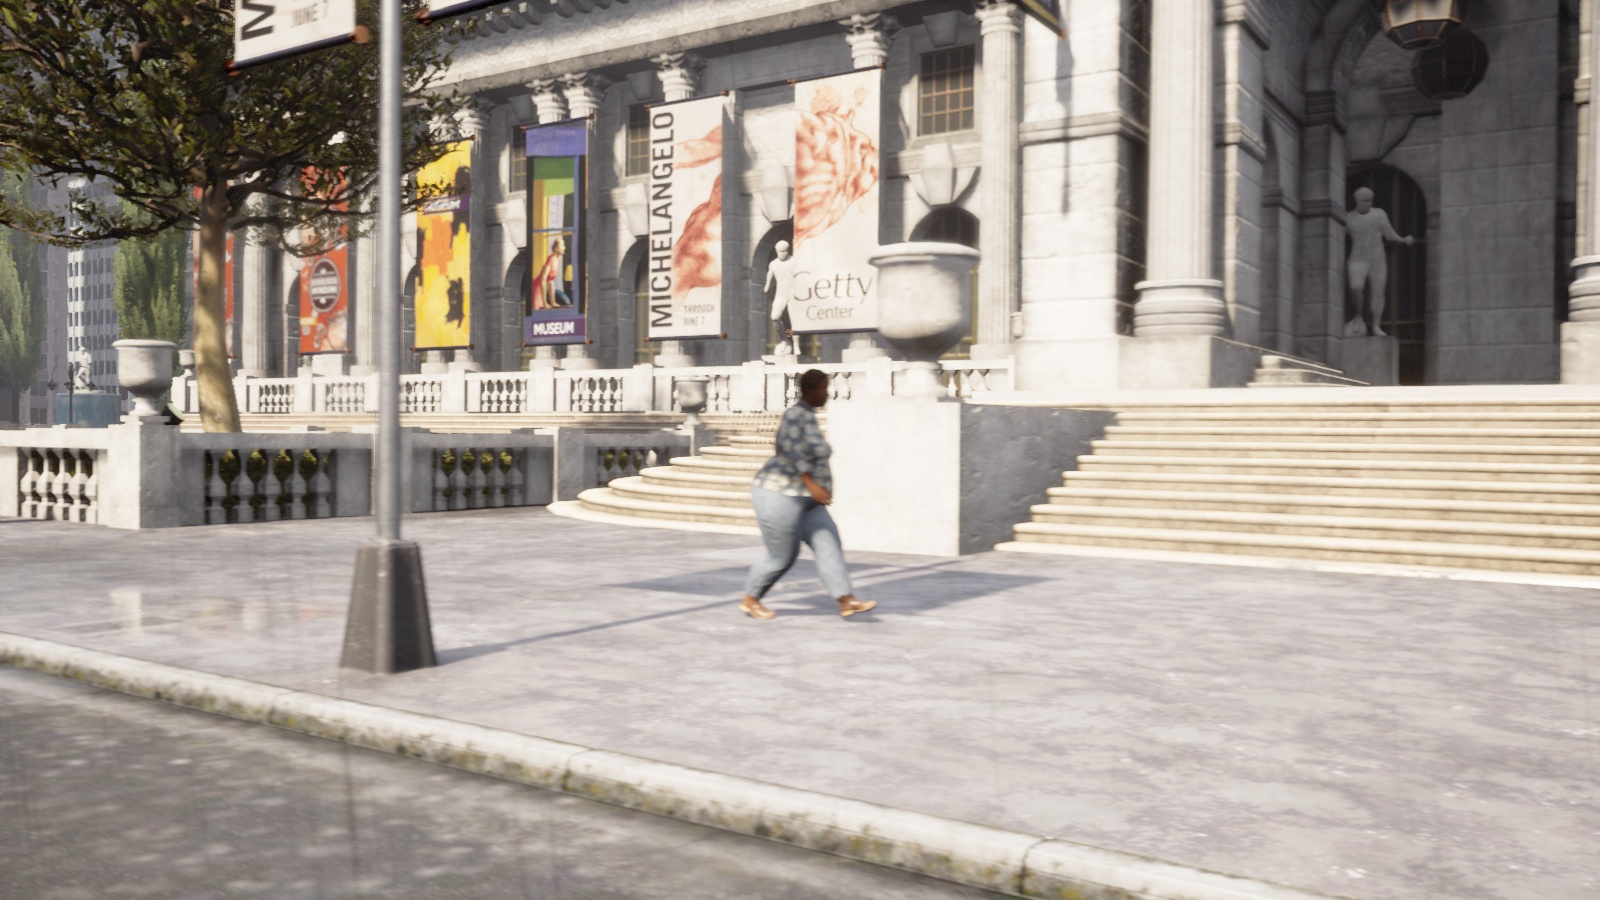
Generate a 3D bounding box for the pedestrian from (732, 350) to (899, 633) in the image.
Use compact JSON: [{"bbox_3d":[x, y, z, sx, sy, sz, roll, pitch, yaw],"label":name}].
[{"bbox_3d":[0.123,0.267,8.774,0.900,1.855,0.874,0,1,22],"label":"pedestrian"}]
